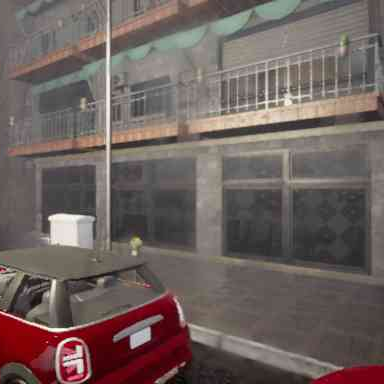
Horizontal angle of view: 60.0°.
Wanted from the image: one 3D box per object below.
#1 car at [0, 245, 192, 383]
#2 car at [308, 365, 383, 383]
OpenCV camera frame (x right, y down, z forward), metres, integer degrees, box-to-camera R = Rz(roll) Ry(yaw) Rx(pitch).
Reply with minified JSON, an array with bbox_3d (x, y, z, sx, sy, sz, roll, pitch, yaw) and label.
[{"bbox_3d":[-2.078,1.439,4.361,4.097,1.590,1.967,0,0,36],"label":"car"},{"bbox_3d":[2.503,1.545,1.090,4.507,1.381,1.887,0,0,36],"label":"car"}]
